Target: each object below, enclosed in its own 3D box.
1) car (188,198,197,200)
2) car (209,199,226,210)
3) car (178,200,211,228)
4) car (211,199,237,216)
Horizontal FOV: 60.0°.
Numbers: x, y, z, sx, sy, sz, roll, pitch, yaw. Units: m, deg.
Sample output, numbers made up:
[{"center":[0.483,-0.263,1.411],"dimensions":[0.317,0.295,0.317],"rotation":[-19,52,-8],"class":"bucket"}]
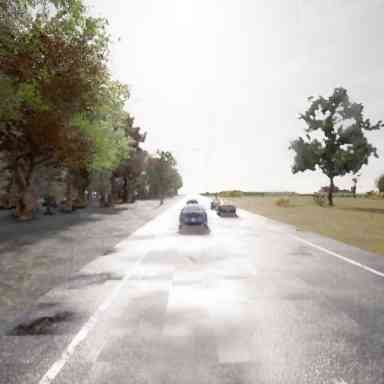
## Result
[{"center":[0.068,1.668,46.764],"dimensions":[1.837,1.490,4.892],"rotation":[0,0,0],"class":"car"},{"center":[3.492,1.706,46.443],"dimensions":[2.033,1.411,5.357],"rotation":[0,0,0],"class":"car"},{"center":[0.085,1.560,22.749],"dimensions":[1.882,1.535,5.008],"rotation":[0,0,0],"class":"car"},{"center":[3.487,1.610,34.418],"dimensions":[2.128,1.511,4.902],"rotation":[0,0,0],"class":"car"}]
